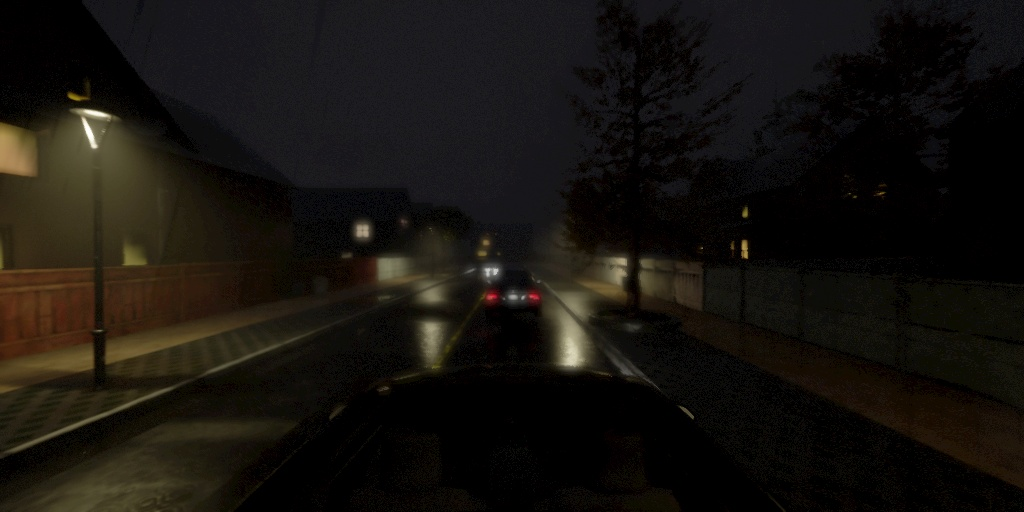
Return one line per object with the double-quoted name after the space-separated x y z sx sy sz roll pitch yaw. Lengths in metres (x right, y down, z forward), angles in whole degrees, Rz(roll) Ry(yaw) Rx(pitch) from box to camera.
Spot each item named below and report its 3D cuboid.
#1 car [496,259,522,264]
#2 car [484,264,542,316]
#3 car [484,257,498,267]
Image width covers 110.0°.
0.110 1.075 27.725 2.033 1.411 5.357 0 0 1 "car"
0.061 1.196 12.702 2.033 1.411 5.357 0 1 1 "car"
-2.638 0.883 48.819 2.128 1.511 4.902 0 0 1 "car"
